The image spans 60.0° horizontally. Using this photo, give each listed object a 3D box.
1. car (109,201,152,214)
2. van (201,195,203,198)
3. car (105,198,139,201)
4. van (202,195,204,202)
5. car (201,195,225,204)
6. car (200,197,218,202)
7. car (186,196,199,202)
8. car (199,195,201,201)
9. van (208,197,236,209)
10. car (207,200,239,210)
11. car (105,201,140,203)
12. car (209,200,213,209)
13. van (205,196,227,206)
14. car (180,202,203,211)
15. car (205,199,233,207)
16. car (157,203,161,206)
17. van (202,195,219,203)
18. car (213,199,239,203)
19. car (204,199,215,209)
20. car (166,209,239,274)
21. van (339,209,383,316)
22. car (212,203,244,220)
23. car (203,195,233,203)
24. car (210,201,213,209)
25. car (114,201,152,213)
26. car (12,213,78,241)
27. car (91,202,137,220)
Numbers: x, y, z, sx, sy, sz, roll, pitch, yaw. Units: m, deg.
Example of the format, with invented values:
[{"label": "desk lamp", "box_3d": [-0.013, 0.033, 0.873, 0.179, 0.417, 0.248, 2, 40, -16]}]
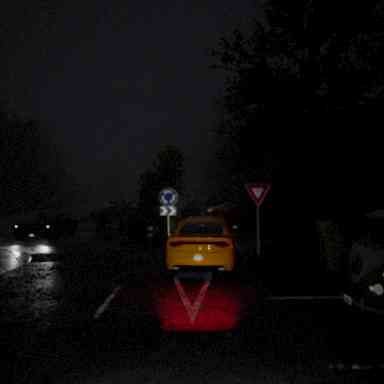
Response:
[{"label": "car", "box_3d": [-8.083, 2.059, 43.881, 5.366, 1.575, 1.946, 0, 0, 0]}, {"label": "van", "box_3d": [4.713, 1.787, 71.545, 4.442, 1.987, 1.878, 0, 0, 0]}, {"label": "car", "box_3d": [-8.242, 1.826, 41.103, 5.566, 2.045, 2.435, 0, 0, 0]}, {"label": "van", "box_3d": [4.716, 1.765, 63.219, 4.442, 1.987, 1.878, 0, 0, 0]}, {"label": "car", "box_3d": [4.806, 1.779, 77.085, 5.566, 2.045, 2.435, 0, 0, 0]}, {"label": "car", "box_3d": [4.839, 2.080, 93.707, 5.008, 1.535, 2.097, 0, 0, 0]}, {"label": "car", "box_3d": [-0.116, 1.990, 64.057, 1.882, 1.535, 5.008, 0, 0, 0]}, {"label": "car", "box_3d": [4.804, 1.770, 74.315, 5.566, 2.045, 2.435, 0, 0, 0]}, {"label": "van", "box_3d": [4.935, 1.776, 55.055, 4.442, 1.987, 1.878, 0, 0, 0]}, {"label": "car", "box_3d": [4.788, 2.045, 52.162, 4.792, 1.488, 2.163, 0, 0, 0]}, {"label": "car", "box_3d": [-8.267, 2.093, 38.329, 5.008, 1.535, 2.097, 0, 0, 0]}, {"label": "car", "box_3d": [4.806, 2.119, 41.084, 4.674, 1.452, 2.002, 0, 0, 0]}, {"label": "van", "box_3d": [4.944, 1.779, 68.775, 4.442, 1.987, 1.878, 0, 0, 0]}, {"label": "car", "box_3d": [-0.151, 2.131, 34.149, 2.128, 1.511, 4.902, 0, 0, 0]}, {"label": "car", "box_3d": [4.851, 2.018, 60.467, 4.792, 1.488, 2.163, 0, 0, 0]}, {"label": "car", "box_3d": [-8.074, 1.989, 57.759, 5.366, 1.575, 1.946, 0, 0, 0]}, {"label": "van", "box_3d": [4.958, 1.838, 88.292, 4.442, 1.987, 1.878, 0, 0, 0]}, {"label": "car", "box_3d": [4.837, 1.984, 35.667, 4.553, 1.767, 2.185, 0, 0, 0]}, {"label": "car", "box_3d": [4.625, 2.060, 43.854, 5.366, 1.575, 1.946, 0, 0, 0]}, {"label": "car", "box_3d": [0.442, 1.525, 10.758, 1.882, 1.535, 5.008, -1, -1, 7]}, {"label": "van", "box_3d": [4.922, 1.269, 5.803, 4.442, 1.987, 1.878, -1, 0, 0]}, {"label": "car", "box_3d": [4.798, 2.125, 32.896, 5.008, 1.535, 2.097, 0, 0, 0]}, {"label": "car", "box_3d": [4.843, 1.780, 49.392, 5.566, 2.045, 2.435, 0, 0, 0]}, {"label": "car", "box_3d": [4.778, 2.124, 38.313, 4.792, 1.488, 2.163, 0, 0, 0]}, {"label": "car", "box_3d": [-8.261, 2.047, 46.658, 4.892, 1.521, 2.231, 0, 0, 0]}, {"label": "car", "box_3d": [-7.691, 1.796, 17.817, 1.895, 1.301, 4.718, 1, -2, -4]}, {"label": "car", "box_3d": [-8.304, 2.139, 35.553, 4.792, 1.488, 2.163, 0, 0, 0]}]
